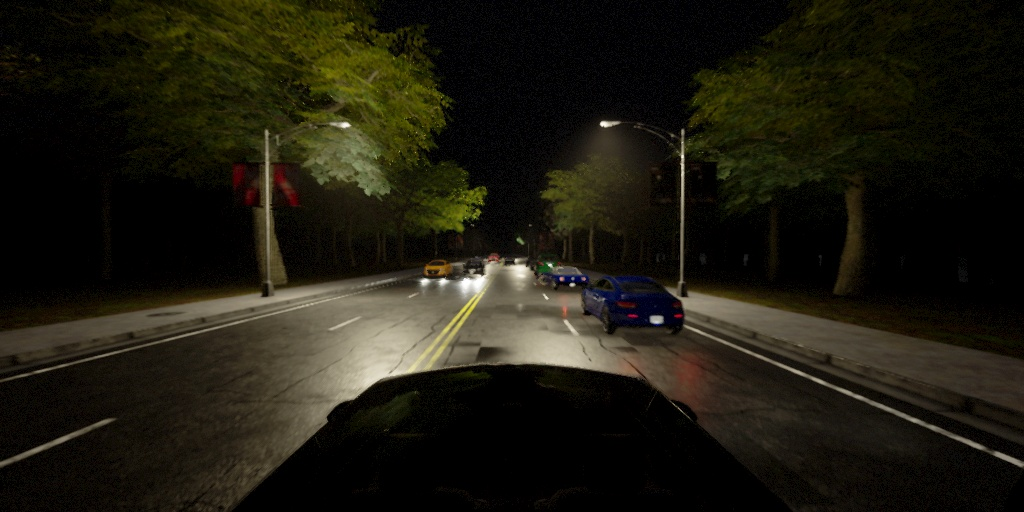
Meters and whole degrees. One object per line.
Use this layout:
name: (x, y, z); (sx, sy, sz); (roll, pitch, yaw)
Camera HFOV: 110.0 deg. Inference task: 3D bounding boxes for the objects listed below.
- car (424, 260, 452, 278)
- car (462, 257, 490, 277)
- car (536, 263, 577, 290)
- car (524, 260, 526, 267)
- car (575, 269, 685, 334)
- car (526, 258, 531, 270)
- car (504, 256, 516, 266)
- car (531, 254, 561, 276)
car: (-6.684, 1.105, 32.767); (1.882, 1.535, 5.008); (0, 0, 0)
car: (-3.434, 1.116, 33.055); (2.128, 1.511, 4.902); (0, 0, 0)
car: (3.031, 1.280, 21.816); (1.895, 1.301, 4.718); (0, 0, -7)
car: (2.988, 0.995, 54.399); (1.837, 1.490, 4.892); (0, 0, -1)
car: (3.245, 1.249, 10.357); (1.812, 1.442, 4.674); (0, 0, 0)
car: (3.088, 1.163, 43.420); (1.895, 1.301, 4.718); (0, 0, 0)
car: (-0.365, 0.916, 63.757); (2.128, 1.511, 4.902); (0, 0, -1)
car: (3.164, 0.848, 32.407); (2.150, 2.045, 5.566); (0, 0, 0)
